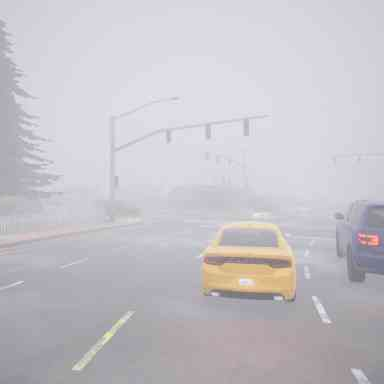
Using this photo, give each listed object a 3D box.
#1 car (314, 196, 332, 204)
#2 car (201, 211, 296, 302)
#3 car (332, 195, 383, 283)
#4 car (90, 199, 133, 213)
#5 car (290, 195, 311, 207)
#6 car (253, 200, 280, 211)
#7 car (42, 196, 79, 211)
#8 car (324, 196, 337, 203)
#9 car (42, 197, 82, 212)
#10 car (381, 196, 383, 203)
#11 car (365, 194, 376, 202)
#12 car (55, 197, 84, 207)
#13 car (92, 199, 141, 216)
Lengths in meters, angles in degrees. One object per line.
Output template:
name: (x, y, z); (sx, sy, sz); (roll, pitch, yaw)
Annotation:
car: (24.749, 1.548, 63.567); (2.033, 1.411, 5.357); (0, 0, 32)
car: (1.498, 1.478, 8.449); (1.882, 1.535, 5.008); (0, 0, 12)
car: (5.462, 1.221, 9.478); (2.150, 2.045, 5.566); (0, 0, 19)
car: (-9.289, 1.560, 38.163); (4.892, 1.490, 1.837); (0, 0, 32)
car: (16.754, 1.526, 50.684); (1.812, 1.442, 4.674); (0, 0, 32)
car: (8.371, 1.600, 37.020); (1.994, 1.385, 4.181); (0, 0, 32)
car: (-17.011, 1.407, 42.979); (4.553, 1.767, 2.097); (0, 0, 32)
car: (30.105, 1.524, 72.285); (1.812, 1.442, 4.674); (0, 0, 32)
car: (-15.074, 1.581, 37.643); (4.674, 1.442, 1.812); (0, 0, 32)
car: (40.544, 1.540, 69.224); (2.033, 1.411, 5.357); (0, 0, 32)
car: (42.877, 1.355, 79.727); (2.097, 1.767, 4.553); (0, 0, 32)
car: (-19.540, 1.581, 53.029); (4.674, 1.442, 1.812); (0, 0, 32)
car: (-7.227, 1.560, 32.745); (4.892, 1.490, 1.837); (0, 0, 34)
